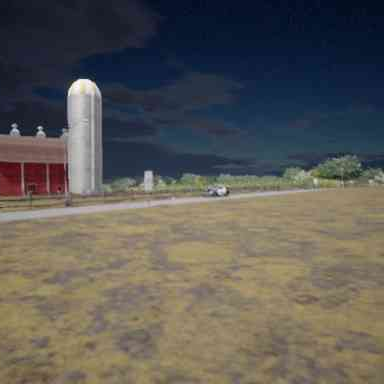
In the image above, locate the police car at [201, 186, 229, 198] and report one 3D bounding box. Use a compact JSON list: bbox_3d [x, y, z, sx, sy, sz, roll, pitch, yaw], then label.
[{"bbox_3d":[3.132,-0.058,45.461,2.038,1.542,4.974,0,2,36],"label":"police car"}]
